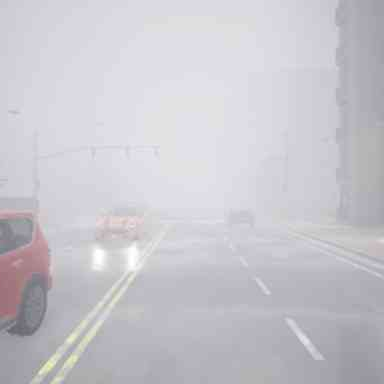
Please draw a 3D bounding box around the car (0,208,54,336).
[{"bbox_3d":[-3.601,1.260,3.884,2.150,2.045,5.566,0,-1,0],"label":"car"}]

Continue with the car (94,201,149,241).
[{"bbox_3d":[-3.587,1.509,17.633,2.097,1.767,4.553,0,0,0],"label":"car"}]

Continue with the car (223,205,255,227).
[{"bbox_3d":[3.456,1.699,25.116,1.882,1.535,5.008,0,-1,0],"label":"car"}]

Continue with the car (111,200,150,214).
[{"bbox_3d":[-7.889,1.854,42.443,5.008,1.535,1.882,0,-1,36],"label":"car"}]
